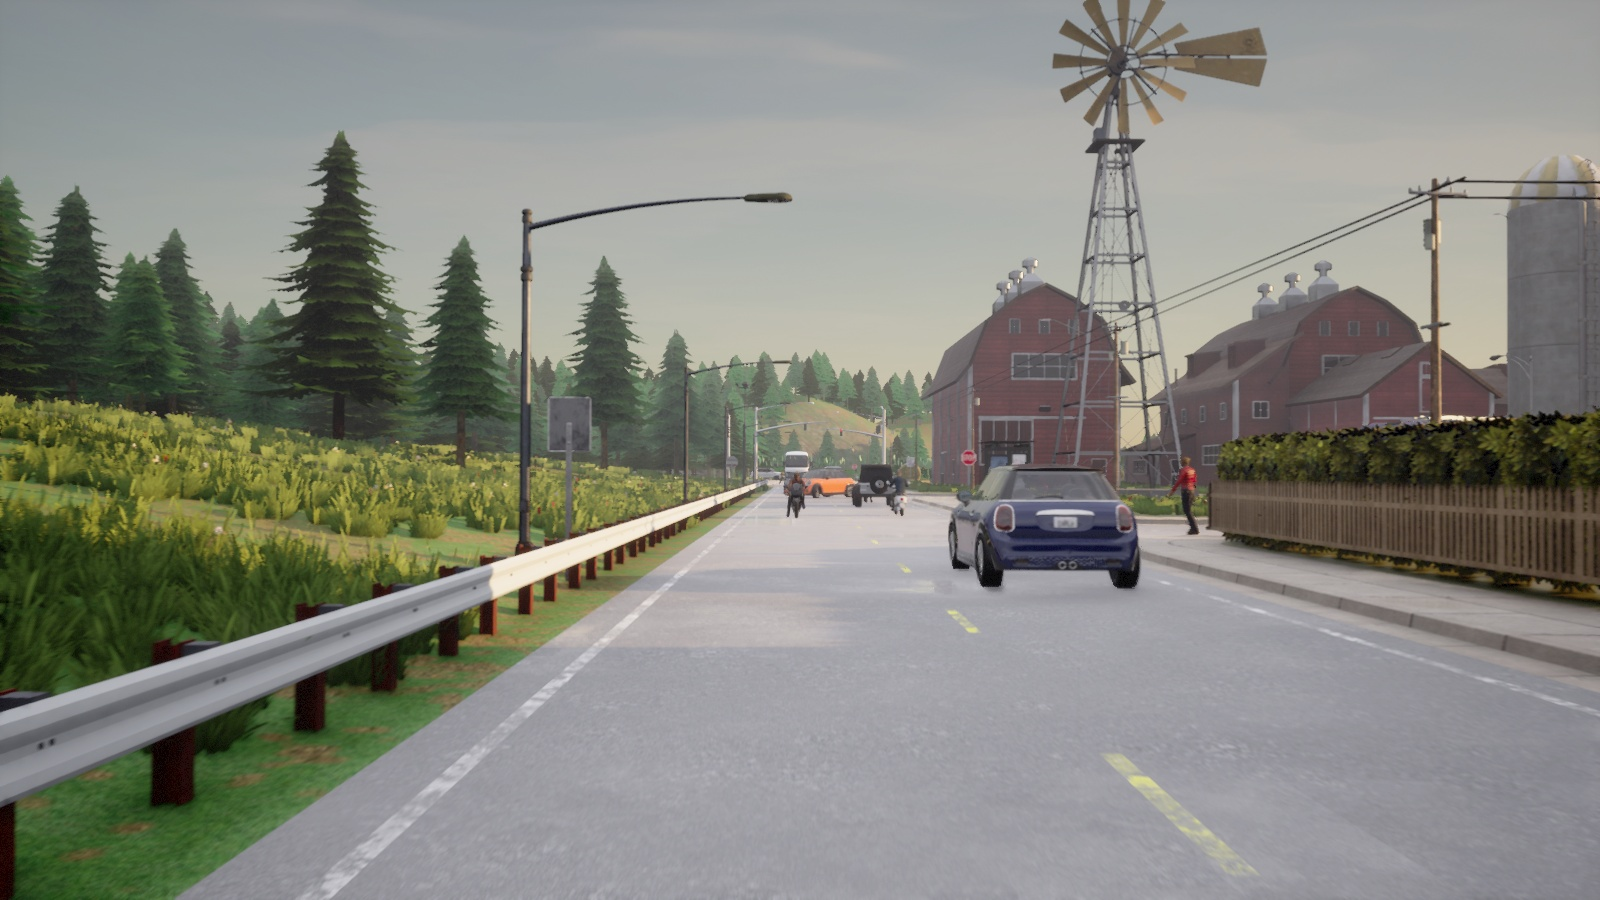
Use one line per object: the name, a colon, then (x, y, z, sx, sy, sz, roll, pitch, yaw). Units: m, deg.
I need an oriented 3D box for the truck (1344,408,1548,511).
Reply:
truck: (25.642, 0.395, 49.738, 8.468, 3.827, 2.891, 0, -1, -29)

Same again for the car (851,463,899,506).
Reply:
car: (3.362, 1.557, 56.595, 1.905, 1.878, 3.866, 0, -2, 0)

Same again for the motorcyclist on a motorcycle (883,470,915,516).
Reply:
motorcyclist on a motorcycle: (3.531, 1.519, 44.936, 0.866, 1.590, 1.817, 0, -1, -4)

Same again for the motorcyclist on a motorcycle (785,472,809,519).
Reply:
motorcyclist on a motorcycle: (-0.102, 1.517, 42.231, 0.797, 1.523, 2.044, 0, -1, 0)

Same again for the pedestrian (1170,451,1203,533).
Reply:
pedestrian: (8.836, 0.956, 28.742, 0.331, 1.846, 0.636, 0, -1, -34)

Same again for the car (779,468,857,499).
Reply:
car: (1.097, 1.926, 73.796, 2.097, 1.767, 4.553, -1, -1, 41)

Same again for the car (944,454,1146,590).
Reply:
car: (3.454, 0.977, 18.642, 2.097, 1.767, 4.553, 0, -1, 0)
